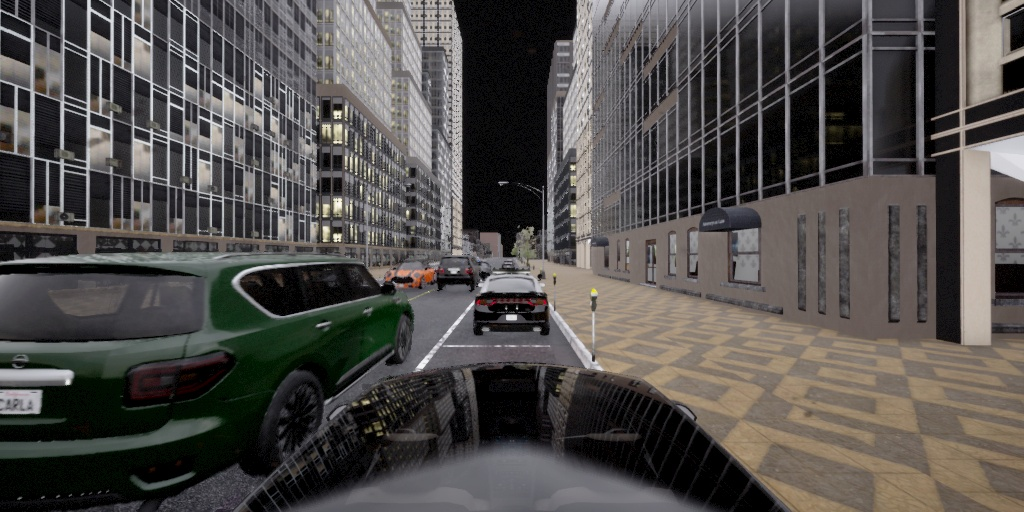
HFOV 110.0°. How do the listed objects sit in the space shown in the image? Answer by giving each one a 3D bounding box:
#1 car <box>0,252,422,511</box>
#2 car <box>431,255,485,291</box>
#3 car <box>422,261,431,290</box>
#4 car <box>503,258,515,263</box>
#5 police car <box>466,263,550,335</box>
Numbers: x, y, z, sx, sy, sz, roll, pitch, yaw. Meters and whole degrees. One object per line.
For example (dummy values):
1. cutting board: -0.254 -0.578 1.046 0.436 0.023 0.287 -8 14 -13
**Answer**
1. car: -3.048 0.974 4.891 2.150 2.045 5.566 0 0 0
2. car: -3.143 0.969 22.060 2.150 2.045 5.566 0 0 0
3. car: -6.246 1.098 22.473 2.097 1.767 4.553 0 0 0
4. car: -0.455 1.298 46.099 1.948 1.339 4.313 0 0 0
5. police car: -0.012 1.174 10.609 1.930 1.638 5.238 0 0 0
